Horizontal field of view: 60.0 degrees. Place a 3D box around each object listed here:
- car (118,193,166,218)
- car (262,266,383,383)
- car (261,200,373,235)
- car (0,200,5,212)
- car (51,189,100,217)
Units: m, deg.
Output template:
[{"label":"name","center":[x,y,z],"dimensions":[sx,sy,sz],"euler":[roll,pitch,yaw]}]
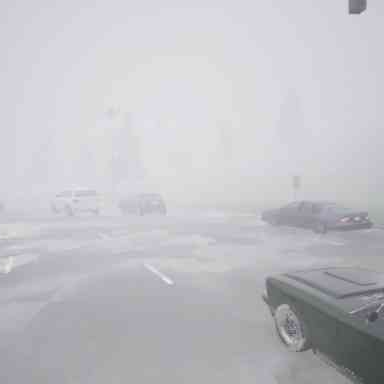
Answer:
[{"label":"car","center":[-3.800,0.823,24.639],"dimensions":[2.097,1.767,4.553],"euler":[-2,2,-36]},{"label":"car","center":[2.606,1.475,3.225],"dimensions":[1.895,1.301,4.718],"euler":[-1,1,-19]},{"label":"car","center":[5.502,1.078,15.483],"dimensions":[2.033,1.411,5.357],"euler":[-2,2,-26]},{"label":"car","center":[-18.686,1.095,29.958],"dimensions":[4.902,1.511,2.128],"euler":[0,2,38]},{"label":"car","center":[-9.060,0.760,25.747],"dimensions":[2.150,2.045,5.566],"euler":[-1,2,-40]}]
